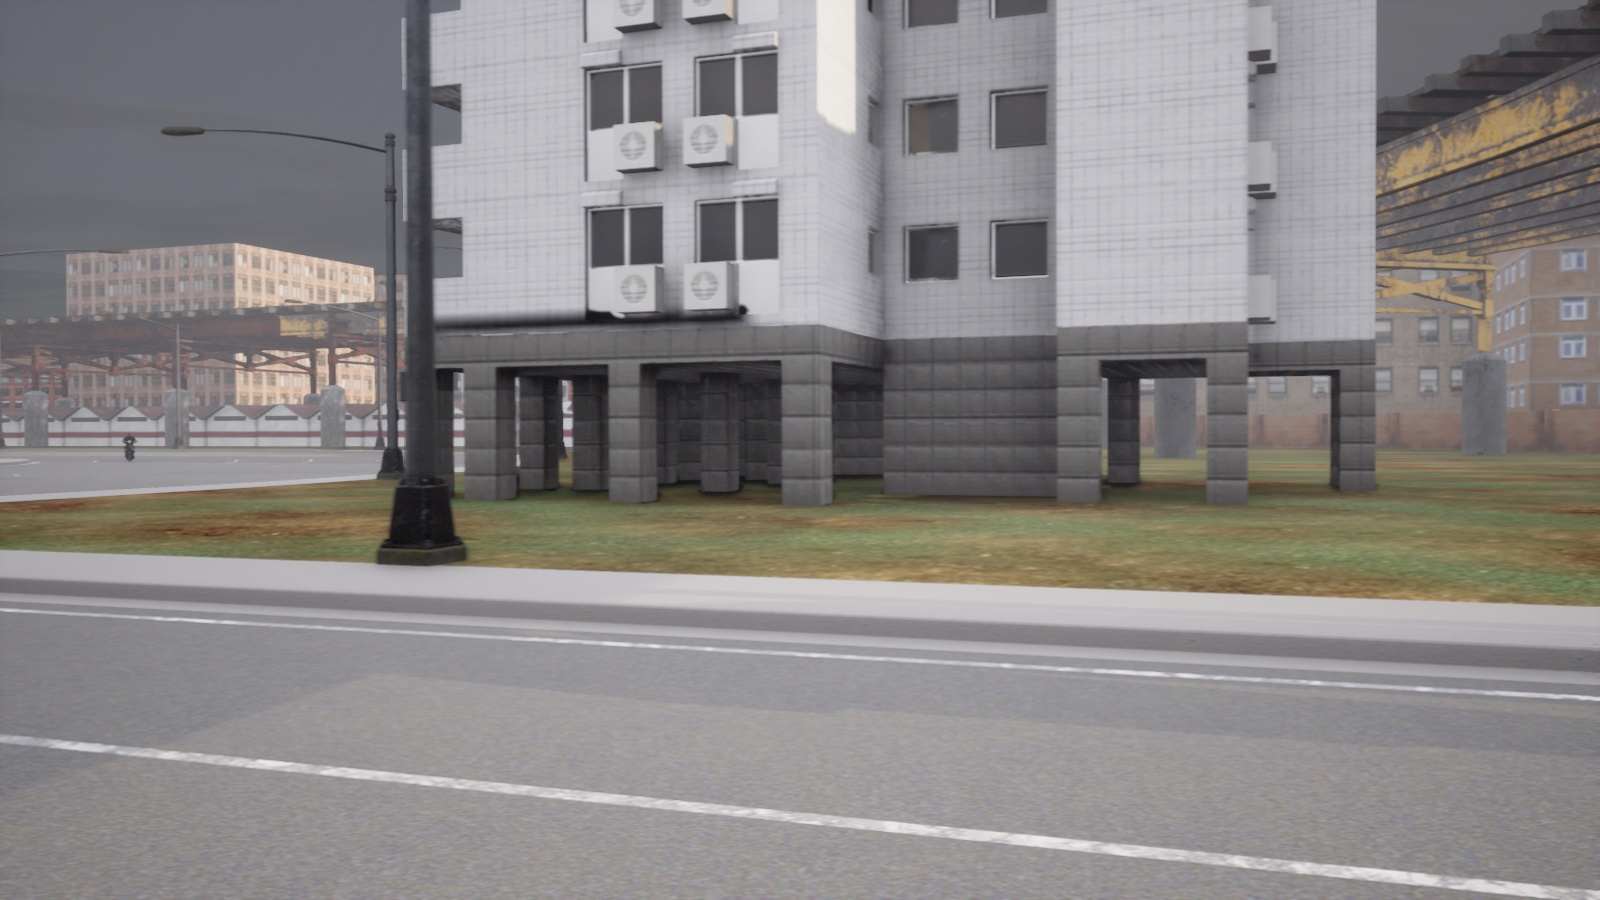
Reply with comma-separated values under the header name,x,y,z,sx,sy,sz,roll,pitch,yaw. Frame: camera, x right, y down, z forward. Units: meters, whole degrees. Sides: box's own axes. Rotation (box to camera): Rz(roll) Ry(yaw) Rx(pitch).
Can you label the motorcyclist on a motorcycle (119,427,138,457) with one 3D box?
name,x,y,z,sx,sy,sz,roll,pitch,yaw
motorcyclist on a motorcycle,-35.987,-0.434,67.311,0.866,1.590,1.817,-1,1,-27
